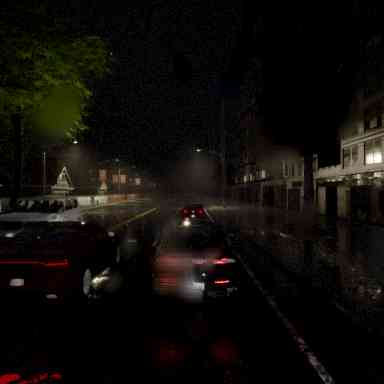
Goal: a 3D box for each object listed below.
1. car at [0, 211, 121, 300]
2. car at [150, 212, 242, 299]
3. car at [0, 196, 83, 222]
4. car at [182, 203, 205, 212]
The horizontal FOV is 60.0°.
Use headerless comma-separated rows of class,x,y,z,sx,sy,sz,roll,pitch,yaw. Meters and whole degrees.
car,-3.154,1.477,8.473,1.882,1.535,5.008,0,0,0
car,0.091,1.491,8.432,2.128,1.511,4.902,0,0,0
car,-6.607,1.220,14.828,2.150,2.045,5.566,0,0,0
car,0.088,1.596,28.381,1.895,1.301,4.718,0,0,0
